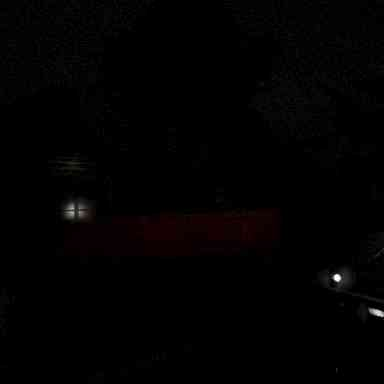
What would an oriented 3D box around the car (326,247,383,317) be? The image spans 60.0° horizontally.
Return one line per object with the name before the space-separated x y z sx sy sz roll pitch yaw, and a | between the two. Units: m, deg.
car | 4.713 1.598 6.567 4.718 1.301 1.895 0 0 -36
